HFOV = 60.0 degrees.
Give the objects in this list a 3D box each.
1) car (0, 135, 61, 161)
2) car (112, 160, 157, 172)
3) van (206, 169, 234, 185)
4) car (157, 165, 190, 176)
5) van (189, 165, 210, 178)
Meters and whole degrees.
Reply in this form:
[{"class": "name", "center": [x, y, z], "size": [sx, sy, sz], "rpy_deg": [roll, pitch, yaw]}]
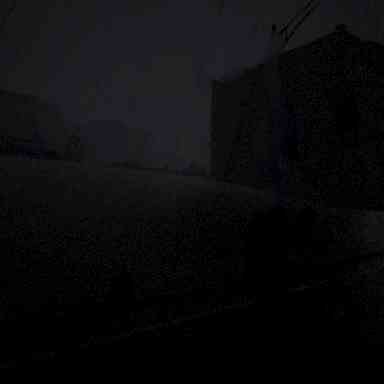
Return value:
[{"class": "car", "center": [-13.732, -3.316, 27.321], "size": [2.435, 2.045, 5.566], "rpy_deg": [0, -1, 44]}, {"class": "car", "center": [-6.415, -2.624, 35.573], "size": [2.002, 1.452, 4.674], "rpy_deg": [0, -2, 41]}, {"class": "van", "center": [4.097, -2.117, 48.607], "size": [1.878, 1.987, 4.442], "rpy_deg": [1, -2, 38]}, {"class": "car", "center": [-2.861, -2.390, 39.819], "size": [2.002, 1.452, 4.674], "rpy_deg": [0, -2, 40]}, {"class": "van", "center": [0.720, -2.394, 44.226], "size": [1.878, 1.987, 4.442], "rpy_deg": [0, -2, 39]}]
